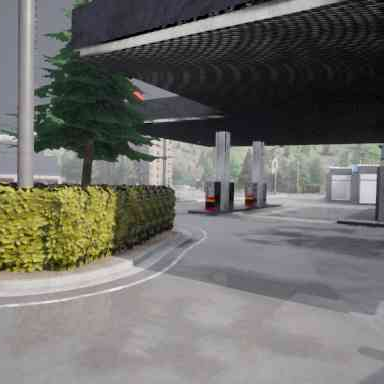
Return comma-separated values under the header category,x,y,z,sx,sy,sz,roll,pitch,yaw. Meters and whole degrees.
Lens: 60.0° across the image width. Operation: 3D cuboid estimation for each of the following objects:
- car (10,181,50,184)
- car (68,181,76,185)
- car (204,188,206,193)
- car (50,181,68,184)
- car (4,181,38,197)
category,x,y,z,sx,sy,sz,roll,pitch,yaw
car,-17.271,-0.180,35.203,3.866,1.878,1.905,2,2,35
car,-25.510,-1.285,68.052,4.605,1.855,1.932,2,2,35
car,4.818,-0.317,65.614,5.027,1.636,2.152,2,2,35
car,-26.845,-1.259,65.439,3.866,1.878,1.905,2,2,35
car,-21.810,-0.466,42.415,4.605,1.855,1.932,2,2,35
